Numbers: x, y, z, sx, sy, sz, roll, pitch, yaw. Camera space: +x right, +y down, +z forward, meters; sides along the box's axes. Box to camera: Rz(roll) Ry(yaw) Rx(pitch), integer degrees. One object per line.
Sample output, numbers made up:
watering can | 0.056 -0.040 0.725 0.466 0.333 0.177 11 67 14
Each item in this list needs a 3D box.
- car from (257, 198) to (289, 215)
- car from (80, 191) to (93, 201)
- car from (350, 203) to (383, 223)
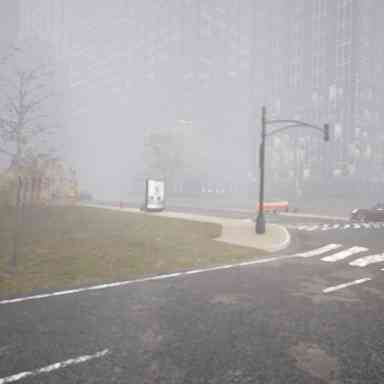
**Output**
car | 8.663 1.376 35.378 2.097 1.767 4.553 2 1 36
car | -17.653 0.502 53.487 2.097 1.767 4.553 3 -1 -42
car | 14.908 1.615 25.930 4.553 1.767 2.097 2 -1 34
